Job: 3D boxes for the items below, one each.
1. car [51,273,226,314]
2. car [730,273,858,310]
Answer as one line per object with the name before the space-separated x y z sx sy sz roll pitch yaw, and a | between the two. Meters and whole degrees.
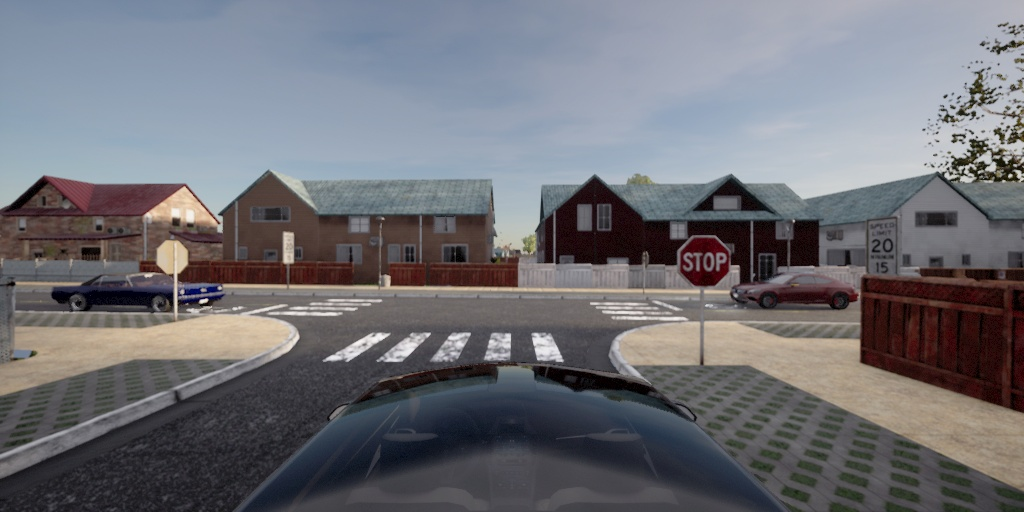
car | -13.066 1.256 12.760 4.718 1.301 1.895 1 0 3
car | 11.813 1.428 15.166 4.674 1.442 1.812 1 0 1
